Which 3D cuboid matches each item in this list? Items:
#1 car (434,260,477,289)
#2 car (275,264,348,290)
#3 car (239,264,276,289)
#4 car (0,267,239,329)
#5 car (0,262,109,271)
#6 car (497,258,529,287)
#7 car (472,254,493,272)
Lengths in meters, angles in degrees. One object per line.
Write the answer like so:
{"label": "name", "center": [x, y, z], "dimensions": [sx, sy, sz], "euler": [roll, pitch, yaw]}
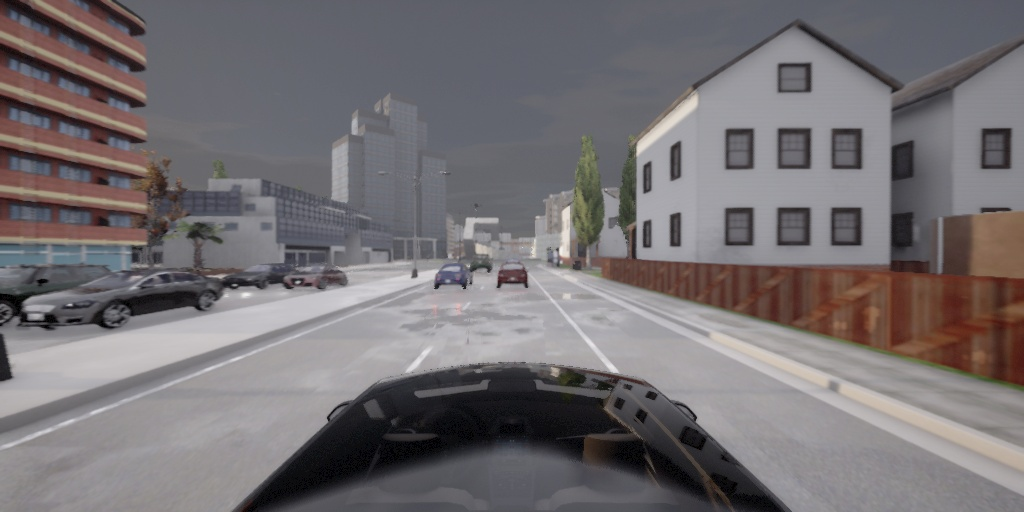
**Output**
{"label": "car", "center": [-3.453, 1.166, 21.721], "dimensions": [1.812, 1.442, 4.674], "euler": [0, 0, 1]}
{"label": "car", "center": [-11.510, 1.208, 21.263], "dimensions": [1.994, 1.385, 4.181], "euler": [0, 0, 0]}
{"label": "car", "center": [-15.001, 1.186, 22.065], "dimensions": [2.033, 1.411, 5.357], "euler": [0, 0, 0]}
{"label": "car", "center": [-11.499, 1.191, 11.113], "dimensions": [2.128, 1.511, 4.902], "euler": [0, 0, 0]}
{"label": "car", "center": [-14.998, 1.049, 11.142], "dimensions": [2.097, 1.767, 4.553], "euler": [0, 0, 0]}
{"label": "car", "center": [0.061, 1.112, 22.986], "dimensions": [1.882, 1.535, 5.008], "euler": [0, 1, 0]}
{"label": "car", "center": [-3.406, 0.757, 40.933], "dimensions": [2.150, 2.045, 5.566], "euler": [0, 0, 0]}
